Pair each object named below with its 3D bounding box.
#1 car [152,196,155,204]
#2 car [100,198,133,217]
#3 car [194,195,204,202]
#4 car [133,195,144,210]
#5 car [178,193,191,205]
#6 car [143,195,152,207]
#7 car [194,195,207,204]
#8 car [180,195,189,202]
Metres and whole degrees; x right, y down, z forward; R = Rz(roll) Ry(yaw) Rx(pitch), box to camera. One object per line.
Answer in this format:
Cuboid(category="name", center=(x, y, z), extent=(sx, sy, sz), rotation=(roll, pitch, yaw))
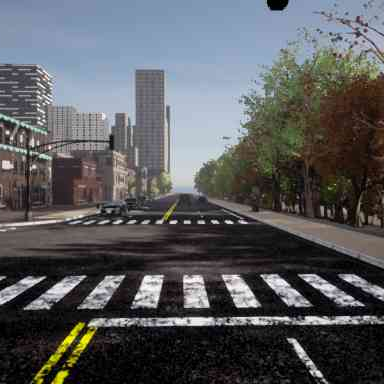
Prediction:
Cuboid(category="car", center=(-8.026, 1.468, 61.967), extent=(2.128, 1.511, 4.902), rotation=(0, 0, -1))
Cuboid(category="car", center=(-7.348, 1.482, 31.629), extent=(2.128, 1.511, 4.902), rotation=(0, 0, -1))
Cuboid(category="car", center=(1.508, 1.471, 72.992), extent=(1.837, 1.490, 4.892), rotation=(0, 0, -1))
Cuboid(category="car", center=(-7.588, 1.491, 41.926), extent=(1.837, 1.490, 4.892), rotation=(0, 0, -1))
Cuboid(category="car", center=(-1.286, 1.201, 58.308), extent=(2.150, 2.045, 5.566), rotation=(0, 0, -2))
Cuboid(category="car", center=(-7.821, 1.333, 51.704), extent=(2.097, 1.767, 4.553), rotation=(0, 0, -1))
Cuboid(category="car", center=(1.851, 1.454, 62.887), extent=(1.882, 1.535, 5.008), rotation=(0, 0, -1))
Cuboid(category="car", center=(-1.751, 1.447, 74.245), extent=(1.882, 1.535, 5.008), rotation=(0, 0, -1))
